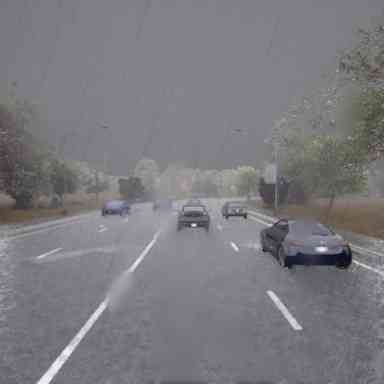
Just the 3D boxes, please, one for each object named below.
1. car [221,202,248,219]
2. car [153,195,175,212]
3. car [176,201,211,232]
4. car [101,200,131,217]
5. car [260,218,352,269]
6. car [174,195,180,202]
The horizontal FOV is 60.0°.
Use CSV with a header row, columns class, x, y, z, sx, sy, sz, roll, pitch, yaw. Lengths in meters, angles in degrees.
class,x,y,z,sx,sy,sz,roll,pitch,yaw
car,3.628,1.548,28.927,2.033,1.411,5.357,0,0,0
car,-3.389,1.478,38.733,1.882,1.535,5.008,0,0,2
car,0.103,1.505,20.097,1.837,1.490,4.892,0,0,0
car,-7.030,1.478,31.203,1.882,1.535,5.008,0,0,1
car,3.600,1.564,11.240,1.994,1.385,4.181,0,0,0
car,-3.849,1.389,71.489,1.837,1.490,4.892,0,0,10
